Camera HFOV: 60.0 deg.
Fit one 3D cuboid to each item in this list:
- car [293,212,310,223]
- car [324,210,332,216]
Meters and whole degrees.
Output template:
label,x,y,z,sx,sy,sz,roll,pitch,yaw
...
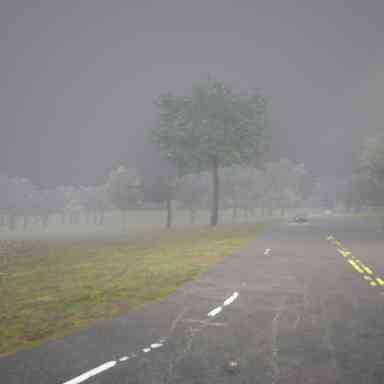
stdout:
label,x,y,z,sx,sy,sz,roll,pitch,yaw
car,15.325,3.592,46.603,1.837,1.490,4.892,-3,-3,19
car,35.845,5.611,87.887,1.812,1.442,4.674,-2,-4,18
